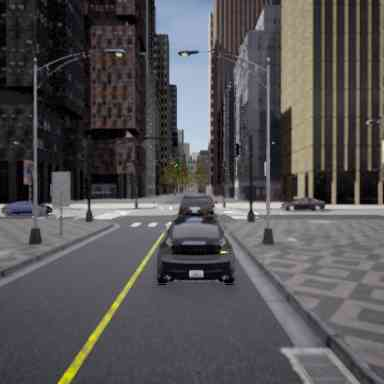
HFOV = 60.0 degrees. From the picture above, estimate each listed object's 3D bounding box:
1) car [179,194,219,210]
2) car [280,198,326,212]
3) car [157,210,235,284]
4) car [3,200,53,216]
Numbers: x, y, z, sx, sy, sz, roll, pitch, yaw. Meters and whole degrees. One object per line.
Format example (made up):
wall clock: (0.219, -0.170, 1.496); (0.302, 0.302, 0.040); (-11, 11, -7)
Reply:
car: (0.479, 1.173, 21.574); (2.150, 2.045, 5.566); (0, 0, 7)
car: (12.447, 1.420, 37.479); (4.892, 1.490, 1.837); (-1, 0, 0)
car: (0.094, 1.483, 9.462); (1.837, 1.490, 4.892); (0, 0, 0)
car: (-15.176, 1.482, 30.858); (4.181, 1.385, 1.994); (0, 0, 0)
